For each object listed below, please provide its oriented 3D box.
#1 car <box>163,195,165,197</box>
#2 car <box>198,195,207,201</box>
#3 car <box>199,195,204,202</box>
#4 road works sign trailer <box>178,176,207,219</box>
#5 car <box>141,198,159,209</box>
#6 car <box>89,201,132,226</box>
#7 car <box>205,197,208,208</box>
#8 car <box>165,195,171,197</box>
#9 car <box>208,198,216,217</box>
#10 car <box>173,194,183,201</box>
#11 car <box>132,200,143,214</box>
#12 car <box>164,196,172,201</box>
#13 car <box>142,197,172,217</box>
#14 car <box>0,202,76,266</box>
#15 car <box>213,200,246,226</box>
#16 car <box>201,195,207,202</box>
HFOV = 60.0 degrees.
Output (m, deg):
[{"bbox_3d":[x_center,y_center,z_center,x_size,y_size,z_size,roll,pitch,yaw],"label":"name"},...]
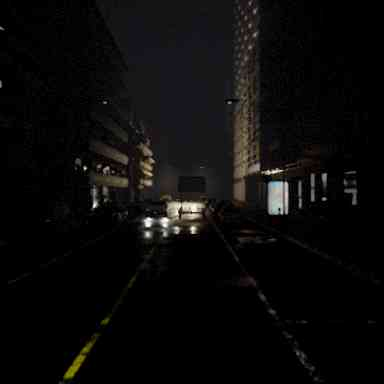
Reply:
[{"bbox_3d":[-5.694,1.487,51.029,1.752,1.417,4.829,0,0,0],"label":"car"},{"bbox_3d":[2.684,1.506,85.090,2.008,1.369,4.403,0,0,0],"label":"car"},{"bbox_3d":[2.685,1.501,73.793,1.887,1.381,4.507,0,0,0],"label":"car"},{"bbox_3d":[-0.001,0.439,28.762,2.380,3.560,2.880,0,0,0],"label":"road works sign trailer"},{"bbox_3d":[-5.694,1.530,45.550,1.947,1.339,4.313,0,0,0],"label":"car"},{"bbox_3d":[-5.692,1.420,22.956,1.967,1.590,4.097,0,0,0],"label":"car"},{"bbox_3d":[2.687,1.521,34.254,2.008,1.369,4.403,0,0,0],"label":"car"},{"bbox_3d":[-5.695,1.396,73.792,1.967,1.590,4.097,0,0,0],"label":"car"},{"bbox_3d":[2.688,1.415,28.604,1.967,1.590,4.097,0,0,0],"label":"car"},{"bbox_3d":[-3.005,1.225,72.250,1.837,1.490,4.892,0,0,0],"label":"car"},{"bbox_3d":[-5.693,1.521,34.252,2.008,1.369,4.403,0,0,0],"label":"car"},{"bbox_3d":[-5.696,1.537,79.441,1.802,1.307,4.206,0,0,0],"label":"car"},{"bbox_3d":[-3.100,1.499,30.657,1.812,1.442,4.674,0,0,0],"label":"car"},{"bbox_3d":[-5.692,1.304,11.658,2.192,1.841,5.009,0,0,0],"label":"car"},{"bbox_3d":[2.688,1.505,23.126,1.752,1.417,4.829,0,0,0],"label":"car"},{"bbox_3d":[2.687,1.530,45.550,1.947,1.339,4.313,0,0,0],"label":"car"}]
